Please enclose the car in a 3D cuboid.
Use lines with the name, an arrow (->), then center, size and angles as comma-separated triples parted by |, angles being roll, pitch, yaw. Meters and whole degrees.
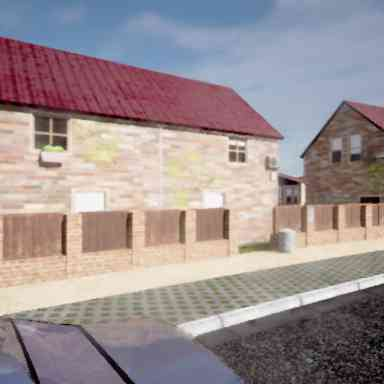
car -> -2.055, 1.534, 1.496 | 5.357, 1.411, 2.033 | 0, 0, -35
